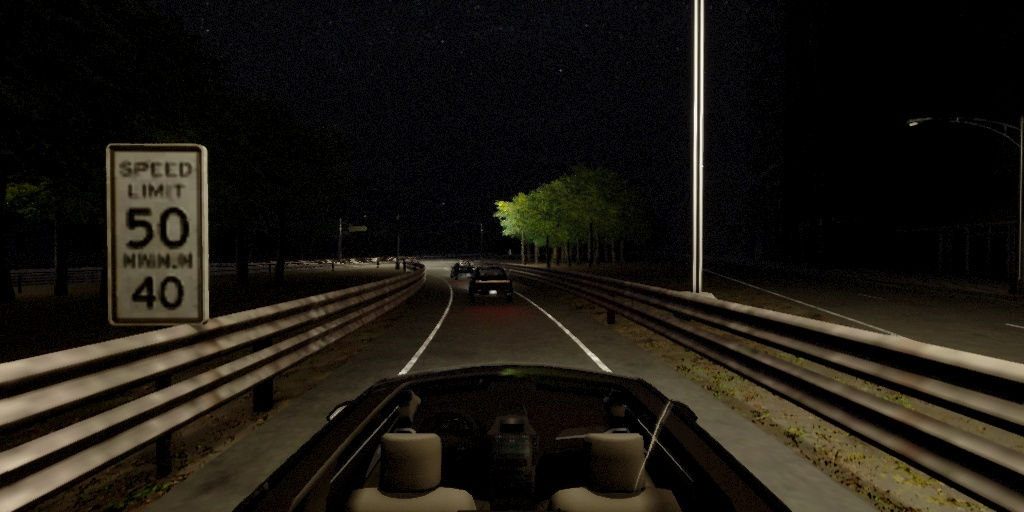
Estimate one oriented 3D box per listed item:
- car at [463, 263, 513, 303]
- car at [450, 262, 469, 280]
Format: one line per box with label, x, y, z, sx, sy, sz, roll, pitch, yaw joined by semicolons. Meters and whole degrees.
car;-1.105;1.265;16.948;2.128;1.511;4.902;0;0;-8
car;-4.388;1.307;32.079;2.128;1.511;4.902;0;0;-16
